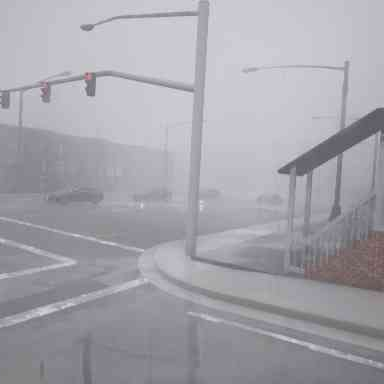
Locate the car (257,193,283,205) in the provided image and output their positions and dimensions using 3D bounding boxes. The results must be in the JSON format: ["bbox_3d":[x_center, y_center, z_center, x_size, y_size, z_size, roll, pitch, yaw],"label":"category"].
[{"bbox_3d":[9.620,0.781,40.767,1.994,1.385,4.181,5,3,36],"label":"car"}]

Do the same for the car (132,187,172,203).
[{"bbox_3d":[-4.007,0.235,34.100,1.837,1.490,4.892,5,3,36],"label":"car"}]

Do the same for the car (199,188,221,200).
[{"bbox_3d":[1.922,0.238,42.321,1.837,1.490,4.892,5,3,36],"label":"car"}]

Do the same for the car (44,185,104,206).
[{"bbox_3d":[-9.342,0.219,26.680,2.128,1.511,4.902,5,3,36],"label":"car"}]
